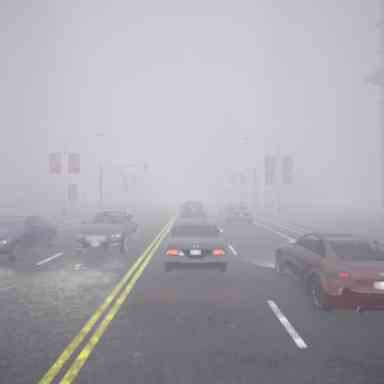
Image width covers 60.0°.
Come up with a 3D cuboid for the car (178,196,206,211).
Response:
[{"bbox_3d":[0.093,1.469,28.432,2.097,1.767,4.553,0,0,0],"label":"car"}]

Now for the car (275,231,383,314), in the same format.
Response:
[{"bbox_3d":[3.334,1.597,7.775,1.994,1.385,4.181,0,0,0],"label":"car"}]

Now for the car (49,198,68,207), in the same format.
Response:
[{"bbox_3d":[-23.574,1.781,56.863,4.403,1.369,2.008,0,0,0],"label":"car"}]

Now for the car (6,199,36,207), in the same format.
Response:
[{"bbox_3d":[-29.252,1.808,56.861,4.206,1.307,1.802,0,0,0],"label":"car"}]

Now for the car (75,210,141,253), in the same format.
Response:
[{"bbox_3d":[-3.351,1.549,13.975,2.128,1.511,4.902,0,0,0],"label":"car"}]

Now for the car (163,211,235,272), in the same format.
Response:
[{"bbox_3d":[0.095,1.592,10.946,2.033,1.411,5.357,0,0,0],"label":"car"}]

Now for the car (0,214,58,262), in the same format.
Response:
[{"bbox_3d":[-6.601,1.577,12.464,1.812,1.442,4.674,0,0,0],"label":"car"}]

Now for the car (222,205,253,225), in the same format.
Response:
[{"bbox_3d":[3.341,1.650,25.006,2.033,1.411,5.357,0,0,0],"label":"car"}]

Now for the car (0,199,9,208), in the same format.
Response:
[{"bbox_3d":[-29.246,1.481,48.338,5.009,1.841,2.192,0,0,0],"label":"car"}]

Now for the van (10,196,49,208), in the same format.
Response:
[{"bbox_3d":[-23.569,1.511,48.340,3.998,1.788,1.690,0,0,0],"label":"van"}]

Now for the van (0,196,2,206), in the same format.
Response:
[{"bbox_3d":[-34.930,1.563,56.860,3.998,1.788,1.690,0,0,0],"label":"van"}]
